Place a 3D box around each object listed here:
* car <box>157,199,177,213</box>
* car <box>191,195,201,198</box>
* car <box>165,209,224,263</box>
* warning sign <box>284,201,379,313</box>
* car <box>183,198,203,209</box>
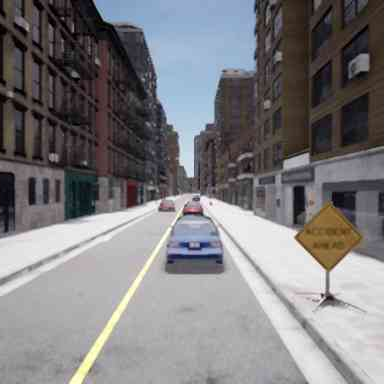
[{"bbox_3d":[-2.845,1.548,38.257,1.812,1.442,4.674,0,0,0],"label":"car"},{"bbox_3d":[0.967,1.515,76.192,1.837,1.490,4.892,0,0,0],"label":"car"},{"bbox_3d":[0.087,1.558,11.945,2.033,1.411,5.357,0,0,0],"label":"car"},{"bbox_3d":[2.524,1.121,6.186,1.300,1.860,1.060,0,0,0],"label":"warning sign"},{"bbox_3d":[0.098,1.585,32.370,1.994,1.385,4.181,0,0,0],"label":"car"}]
